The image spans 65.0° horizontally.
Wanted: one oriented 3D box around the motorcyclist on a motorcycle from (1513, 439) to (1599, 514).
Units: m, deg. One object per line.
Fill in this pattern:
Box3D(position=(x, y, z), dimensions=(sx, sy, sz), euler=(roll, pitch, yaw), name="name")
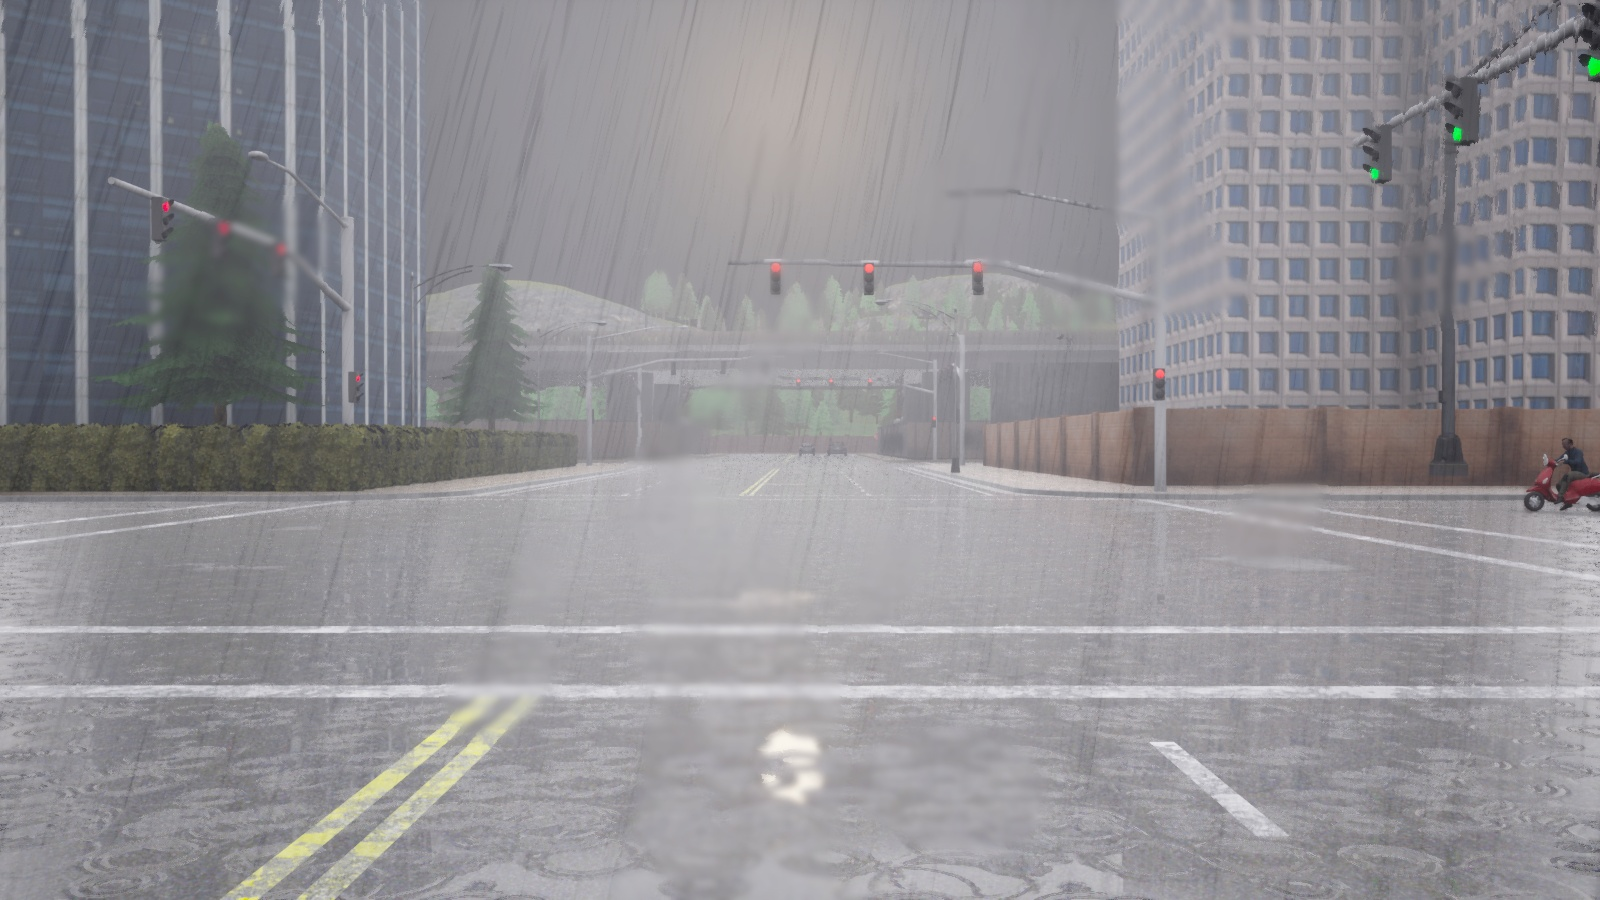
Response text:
Box3D(position=(16.569, 0.560, 27.136), dimensions=(1.817, 1.590, 0.866), euler=(0, 0, 1), name="motorcyclist on a motorcycle")
